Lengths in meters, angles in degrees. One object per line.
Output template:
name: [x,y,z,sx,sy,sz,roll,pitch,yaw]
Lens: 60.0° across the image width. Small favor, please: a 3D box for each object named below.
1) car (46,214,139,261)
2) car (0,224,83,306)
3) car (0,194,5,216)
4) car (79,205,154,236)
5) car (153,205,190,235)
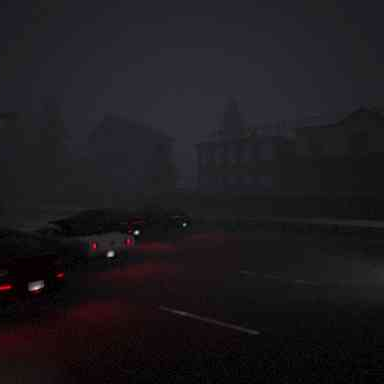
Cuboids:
car: [-4.261,1.584,11.337,4.718,1.301,1.895,0,0,36]
car: [-4.683,1.512,7.339,4.674,1.442,1.812,0,0,36]
car: [-19.494,1.164,30.816,5.566,2.045,2.150,0,0,36]
car: [-4.332,1.483,15.689,4.892,1.490,1.837,0,0,36]
car: [-2.353,1.470,18.576,4.902,1.511,2.128,0,0,36]
